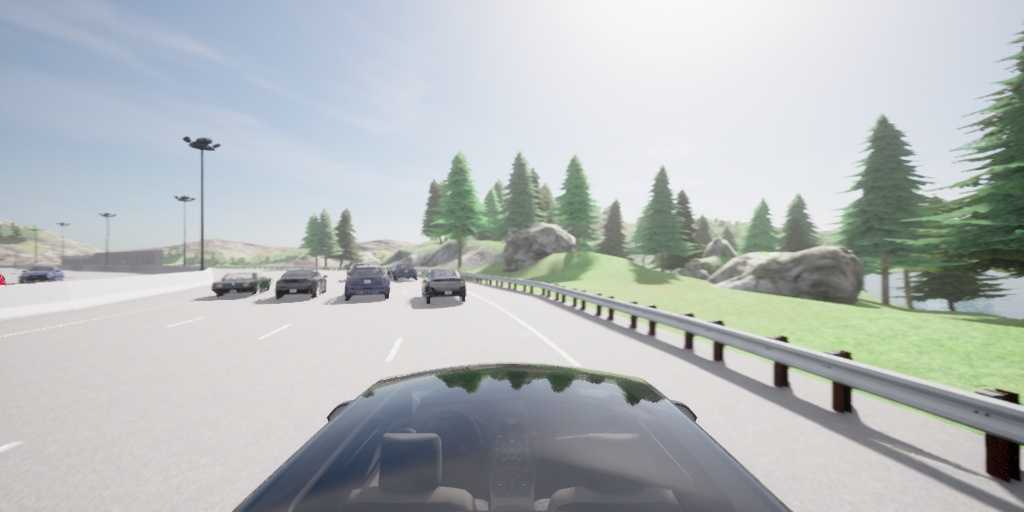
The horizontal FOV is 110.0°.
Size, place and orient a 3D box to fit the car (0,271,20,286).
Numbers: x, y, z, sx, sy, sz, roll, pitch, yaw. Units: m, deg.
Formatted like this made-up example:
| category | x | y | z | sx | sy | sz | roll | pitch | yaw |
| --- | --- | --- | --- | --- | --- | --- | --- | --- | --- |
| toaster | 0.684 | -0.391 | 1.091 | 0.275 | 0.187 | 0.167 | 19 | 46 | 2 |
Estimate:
| category | x | y | z | sx | sy | sz | roll | pitch | yaw |
| --- | --- | --- | --- | --- | --- | --- | --- | --- | --- |
| car | -24.693 | 1.261 | 14.891 | 2.150 | 2.045 | 5.566 | 0 | 0 | -21 |

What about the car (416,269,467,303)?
| category | x | y | z | sx | sy | sz | roll | pitch | yaw |
| --- | --- | --- | --- | --- | --- | --- | --- | --- | --- |
| car | -3.456 | 1.389 | 17.811 | 2.128 | 1.511 | 4.902 | 0 | 0 | -17 |

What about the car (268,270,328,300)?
| category | x | y | z | sx | sy | sz | roll | pitch | yaw |
| --- | --- | --- | --- | --- | --- | --- | --- | --- | --- |
| car | -11.508 | 1.480 | 19.817 | 1.837 | 1.490 | 4.892 | 0 | 0 | -19 |

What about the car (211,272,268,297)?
| category | x | y | z | sx | sy | sz | roll | pitch | yaw |
| --- | --- | --- | --- | --- | --- | --- | --- | --- | --- |
| car | -15.742 | 1.619 | 21.205 | 1.895 | 1.301 | 4.718 | 0 | 0 | -22 |

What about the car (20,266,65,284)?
| category | x | y | z | sx | sy | sz | roll | pitch | yaw |
| --- | --- | --- | --- | --- | --- | --- | --- | --- | --- |
| car | -44.470 | 1.709 | 34.007 | 2.097 | 1.767 | 4.553 | 0 | -1 | -44 |

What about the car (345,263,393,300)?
| category | x | y | z | sx | sy | sz | roll | pitch | yaw |
| --- | --- | --- | --- | --- | --- | --- | --- | --- | --- |
| car | -7.702 | 1.295 | 19.428 | 2.097 | 1.767 | 4.553 | 0 | 0 | -19 |

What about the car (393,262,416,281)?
| category | x | y | z | sx | sy | sz | roll | pitch | yaw |
| --- | --- | --- | --- | --- | --- | --- | --- | --- | --- |
| car | -10.688 | 1.431 | 34.626 | 2.097 | 1.767 | 4.553 | 0 | 0 | -29 |
